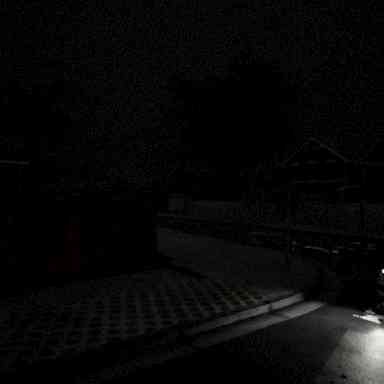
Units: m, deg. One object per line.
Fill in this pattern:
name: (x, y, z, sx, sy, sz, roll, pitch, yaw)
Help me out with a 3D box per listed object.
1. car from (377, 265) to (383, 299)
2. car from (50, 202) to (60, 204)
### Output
car: (5.805, 1.525, 7.052, 4.674, 1.442, 1.812, 0, 0, -35)
car: (-19.346, 2.149, 47.007, 2.033, 1.411, 5.357, 1, -2, -42)
